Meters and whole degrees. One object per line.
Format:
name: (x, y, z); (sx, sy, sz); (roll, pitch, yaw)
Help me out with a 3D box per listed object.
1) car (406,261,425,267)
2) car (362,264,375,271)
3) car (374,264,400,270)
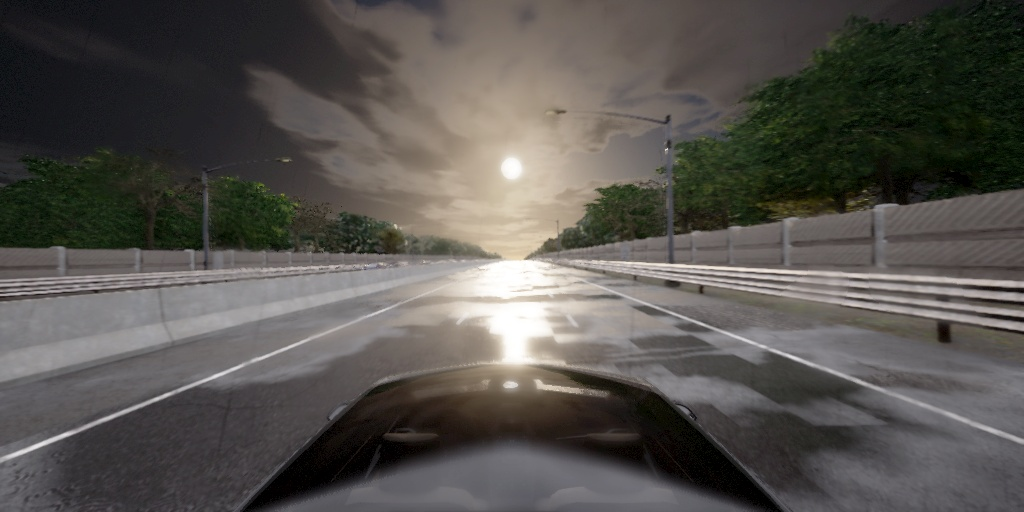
car: (-13.227, 1.535, 49.472); (2.097, 1.767, 4.553); (-1, 0, 2)
car: (-20.146, 1.863, 52.352); (1.812, 1.442, 4.674); (-1, 0, 2)
car: (-16.716, 1.858, 49.432); (1.895, 1.301, 4.718); (-1, 0, 2)
